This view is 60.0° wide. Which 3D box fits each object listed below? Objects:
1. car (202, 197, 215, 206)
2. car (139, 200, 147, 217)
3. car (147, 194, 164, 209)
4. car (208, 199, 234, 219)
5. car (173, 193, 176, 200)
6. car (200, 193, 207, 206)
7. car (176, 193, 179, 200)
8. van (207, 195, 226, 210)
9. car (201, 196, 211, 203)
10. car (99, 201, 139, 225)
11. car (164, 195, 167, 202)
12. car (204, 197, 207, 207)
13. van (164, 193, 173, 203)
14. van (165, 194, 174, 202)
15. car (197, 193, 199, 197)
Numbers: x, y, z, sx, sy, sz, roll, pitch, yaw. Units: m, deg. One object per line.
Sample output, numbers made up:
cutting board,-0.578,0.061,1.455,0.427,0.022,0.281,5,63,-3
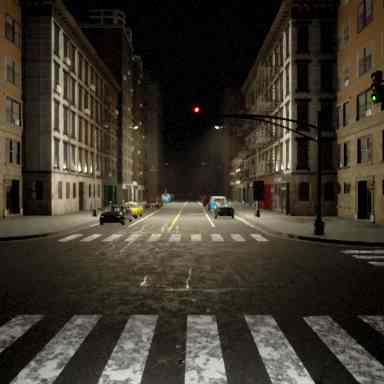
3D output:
car,2.760,1.562,56.180,1.947,1.339,4.313,0,0,0
car,-5.337,1.523,28.994,1.752,1.417,4.829,0,0,0
car,-5.318,1.436,45.383,1.967,1.590,4.097,0,0,0
car,2.698,1.548,29.149,2.008,1.369,4.403,0,0,0
car,-5.288,1.310,72.413,2.192,1.841,5.009,0,0,0
car,2.748,1.311,50.774,2.192,1.841,5.009,0,0,0
car,-5.271,1.545,88.633,2.008,1.369,4.403,0,0,0
van,2.710,1.338,34.555,1.690,1.788,3.998,0,0,0
car,2.785,1.521,67.162,1.752,1.417,4.829,0,0,0
car,-5.342,1.549,23.758,2.008,1.369,4.403,0,0,0
car,-5.313,1.521,50.619,1.752,1.417,4.829,0,0,0
car,2.723,1.578,39.961,1.802,1.307,4.206,0,0,0
van,-5.295,1.337,67.007,1.690,1.788,3.998,0,0,0
van,-5.283,1.336,77.820,1.690,1.788,3.998,0,0,0
car,2.822,1.539,83.211,1.887,1.381,4.507,0,0,0
